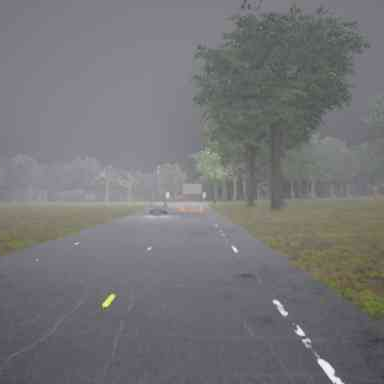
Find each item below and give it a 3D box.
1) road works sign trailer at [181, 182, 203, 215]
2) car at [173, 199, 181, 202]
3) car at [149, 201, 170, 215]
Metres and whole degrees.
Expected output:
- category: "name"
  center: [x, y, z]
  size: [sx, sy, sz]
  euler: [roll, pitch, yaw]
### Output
- category: "road works sign trailer"
  center: [0.009, 0.702, 37.248]
  size: [2.380, 3.560, 2.880]
  euler: [0, 0, -1]
- category: "car"
  center: [-3.506, 1.881, 77.526]
  size: [1.994, 1.385, 4.181]
  euler: [0, -1, 0]
- category: "car"
  center: [-3.597, 1.759, 36.769]
  size: [1.812, 1.442, 4.674]
  euler: [0, 0, 0]
